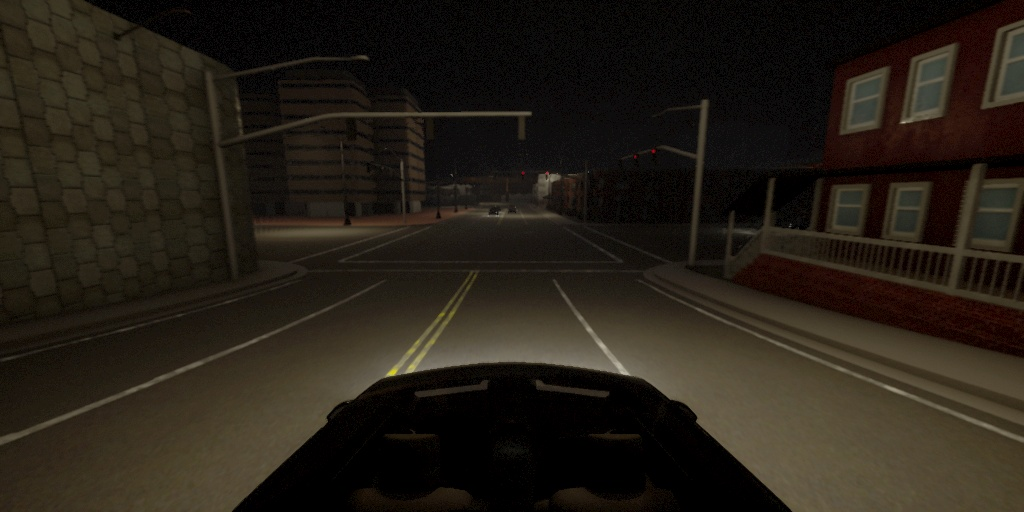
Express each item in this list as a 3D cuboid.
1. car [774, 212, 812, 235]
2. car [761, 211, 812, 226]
[{"bbox_3d":[27.981,-3.010,34.331,4.553,1.767,2.097,0,9,0],"label":"car"},{"bbox_3d":[29.506,-3.710,37.741,5.566,2.045,2.150,0,9,1],"label":"car"}]
